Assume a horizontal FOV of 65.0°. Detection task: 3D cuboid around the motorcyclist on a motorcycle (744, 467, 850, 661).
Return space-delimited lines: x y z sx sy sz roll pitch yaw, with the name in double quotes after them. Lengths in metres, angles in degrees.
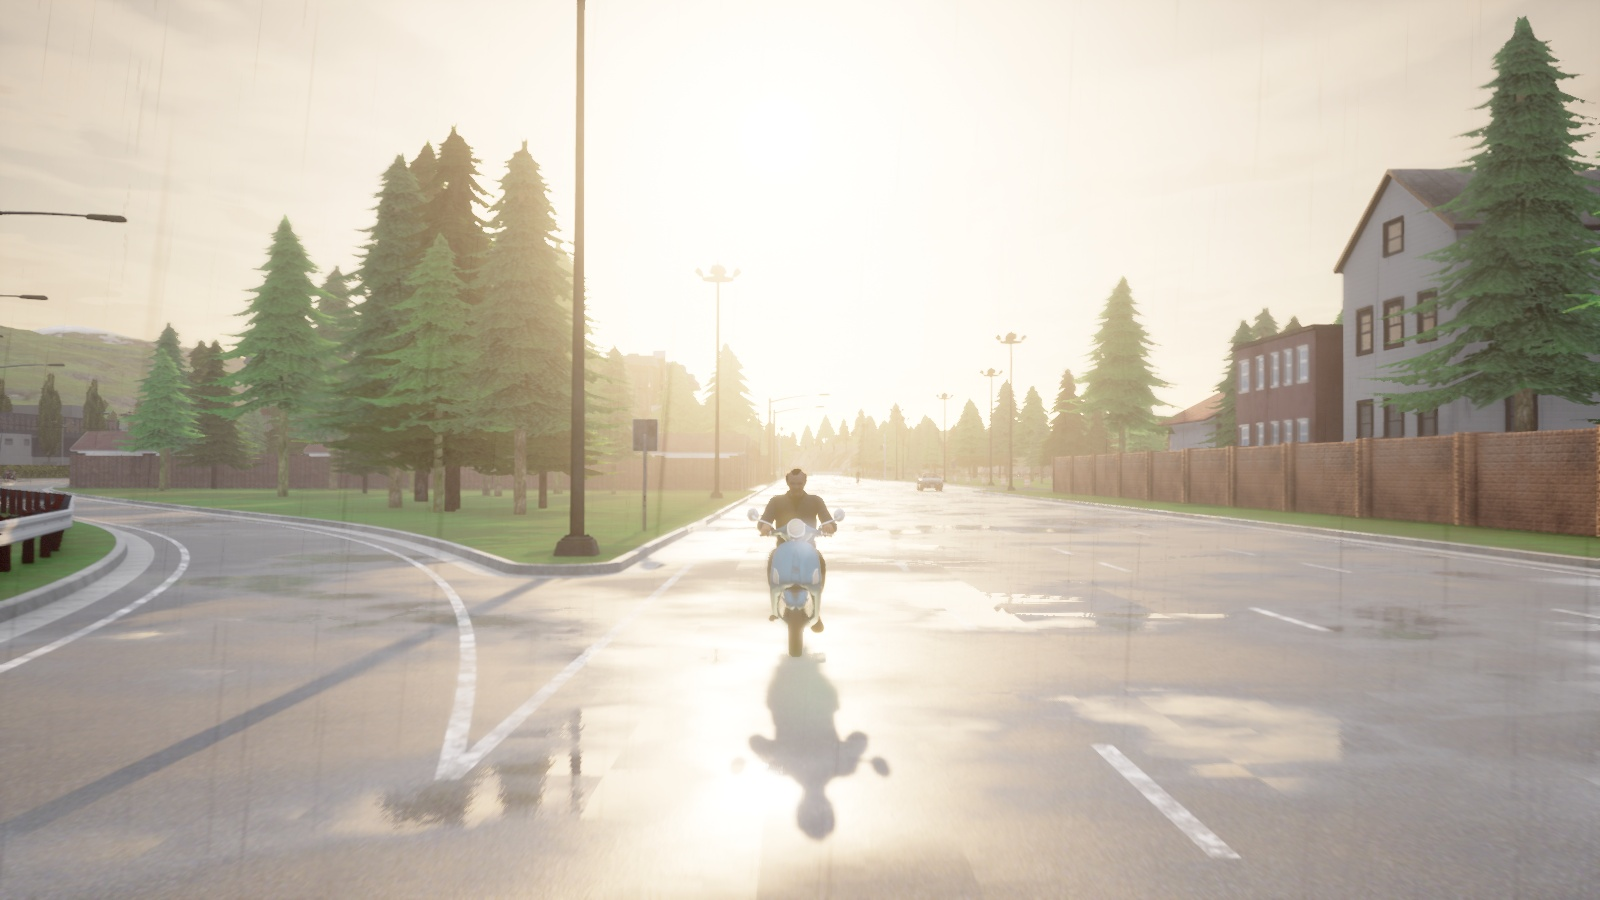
-0.028 0.955 11.232 0.866 1.590 1.817 0 -1 0 "motorcyclist on a motorcycle"
